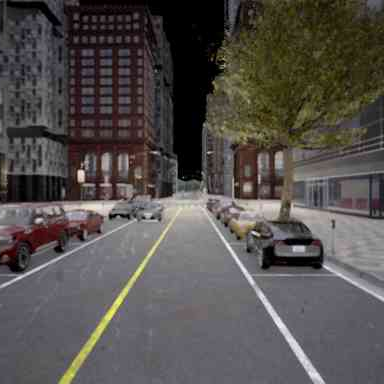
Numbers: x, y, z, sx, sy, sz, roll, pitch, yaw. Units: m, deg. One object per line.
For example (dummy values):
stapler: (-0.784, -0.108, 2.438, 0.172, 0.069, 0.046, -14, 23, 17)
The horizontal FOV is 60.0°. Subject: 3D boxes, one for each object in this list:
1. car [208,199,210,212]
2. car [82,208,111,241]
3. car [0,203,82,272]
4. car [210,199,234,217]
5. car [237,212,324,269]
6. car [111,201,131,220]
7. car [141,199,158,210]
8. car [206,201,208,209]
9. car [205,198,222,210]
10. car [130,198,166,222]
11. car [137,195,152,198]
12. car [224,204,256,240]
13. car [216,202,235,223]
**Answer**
car: (2.842, 1.584, 33.523, 1.802, 1.307, 4.206, 0, 0, 0)
car: (-5.676, 1.539, 16.607, 1.887, 1.381, 4.507, 0, 0, 0)
car: (-5.674, 1.311, 10.968, 2.192, 1.841, 5.009, 0, 0, 0)
car: (2.844, 1.438, 27.884, 1.967, 1.590, 4.097, 0, 0, 0)
car: (2.852, 1.562, 10.965, 1.947, 1.339, 4.313, 0, 0, 0)
car: (-5.681, 1.563, 27.885, 1.947, 1.339, 4.313, 0, 0, 0)
car: (-5.689, 1.596, 44.801, 1.802, 1.307, 4.206, 0, 0, 0)
car: (2.839, 1.573, 39.162, 1.947, 1.339, 4.313, 0, 0, 0)
car: (2.836, 1.580, 44.803, 1.947, 1.339, 4.313, 0, 0, 0)
car: (-3.110, 1.488, 25.975, 2.128, 1.511, 4.902, 0, 0, 0)
car: (-5.687, 1.322, 39.161, 2.192, 1.841, 5.009, 0, 0, 0)
car: (2.849, 1.520, 16.775, 1.752, 1.417, 4.829, 0, 0, 0)
car: (2.847, 1.577, 22.244, 1.802, 1.307, 4.206, 0, 0, 0)
